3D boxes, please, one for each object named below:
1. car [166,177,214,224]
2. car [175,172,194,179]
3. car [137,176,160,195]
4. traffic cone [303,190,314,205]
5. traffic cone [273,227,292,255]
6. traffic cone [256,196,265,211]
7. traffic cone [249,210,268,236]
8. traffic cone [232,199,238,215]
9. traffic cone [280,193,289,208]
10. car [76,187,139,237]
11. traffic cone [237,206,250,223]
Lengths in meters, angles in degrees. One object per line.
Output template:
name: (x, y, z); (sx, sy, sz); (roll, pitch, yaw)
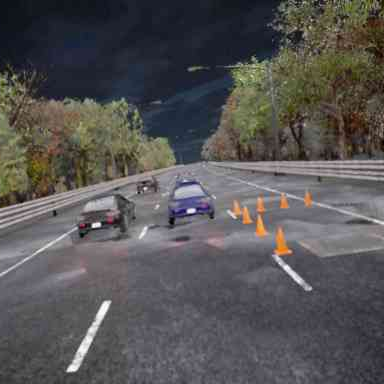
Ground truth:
car: (-0.134, 0.340, 14.632); (1.812, 1.442, 4.674); (-8, 5, -1)
car: (-0.700, -1.227, 33.233); (1.994, 1.385, 4.181); (-8, 5, -1)
car: (-4.201, -0.733, 32.150); (1.837, 1.490, 4.892); (-7, 4, 0)
traffic cone: (4.798, 0.206, 13.801); (0.340, 0.580, 0.340); (-8, 5, -2)
traffic cone: (2.071, 1.107, 7.738); (0.340, 0.580, 0.340); (-8, 5, -2)
traffic cone: (2.816, 0.470, 13.741); (0.340, 0.580, 0.340); (-8, 5, -2)
traffic cone: (1.989, 0.939, 9.729); (0.340, 0.580, 0.340); (-8, 5, -2)
traffic cone: (1.825, 0.602, 13.712); (0.340, 0.580, 0.340); (-8, 5, -2)
traffic cone: (3.806, 0.338, 13.771); (0.340, 0.580, 0.340); (-8, 5, -2)
car: (-3.550, 0.828, 14.164); (1.812, 1.442, 4.674); (-8, 5, -2)
traffic cone: (1.907, 0.771, 11.721); (0.340, 0.580, 0.340); (-8, 5, -2)
